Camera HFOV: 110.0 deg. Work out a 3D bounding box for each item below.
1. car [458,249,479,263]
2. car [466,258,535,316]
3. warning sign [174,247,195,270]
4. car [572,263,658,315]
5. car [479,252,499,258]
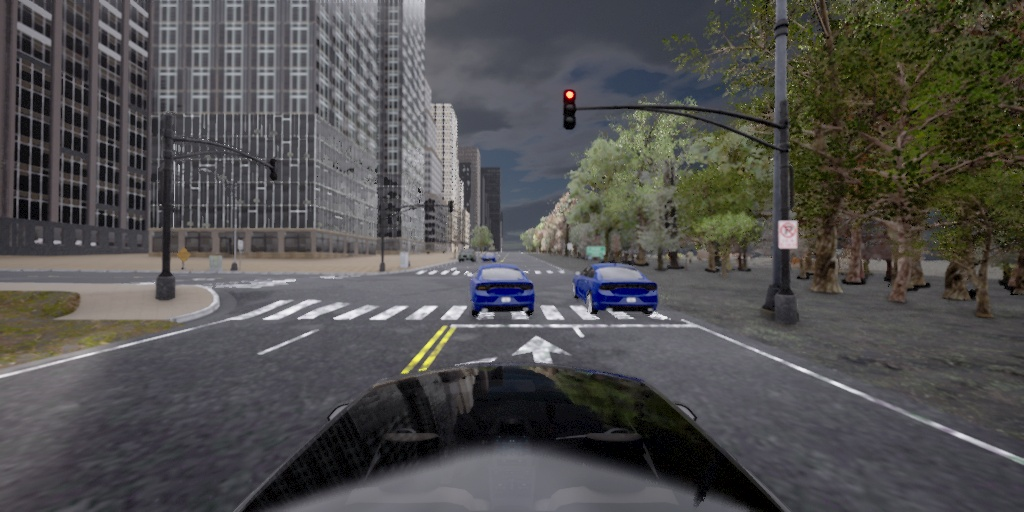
[{"bbox_3d":[-6.564,-0.047,52.789,2.150,2.045,5.566,0,1,0],"label":"car"},{"bbox_3d":[-0.515,1.013,12.426,1.882,1.535,5.008,0,1,-8],"label":"car"},{"bbox_3d":[-26.161,0.183,28.540,1.060,1.860,1.300,0,0,-4],"label":"warning sign"},{"bbox_3d":[3.337,0.981,12.446,1.882,1.535,5.008,0,2,0],"label":"car"},{"bbox_3d":[-3.317,0.215,52.435,1.882,1.535,5.008,0,1,0],"label":"car"}]
